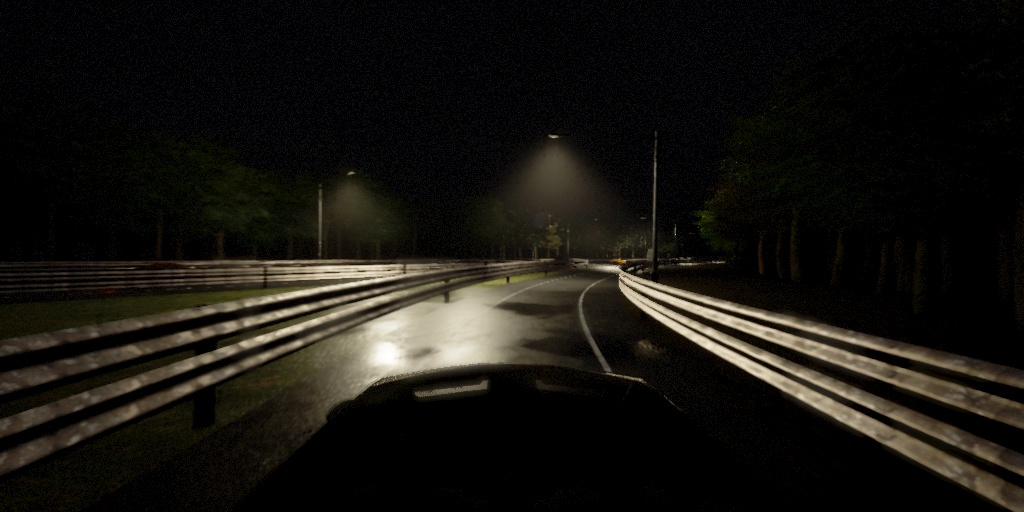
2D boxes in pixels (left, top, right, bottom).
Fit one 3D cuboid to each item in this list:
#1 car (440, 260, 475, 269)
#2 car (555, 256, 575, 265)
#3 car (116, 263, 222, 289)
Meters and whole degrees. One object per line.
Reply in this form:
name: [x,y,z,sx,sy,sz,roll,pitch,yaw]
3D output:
car: [-6.400,1.247,42.911,2.128,1.511,4.902,1,1,38]
car: [9.603,1.027,63.470,2.150,2.045,5.566,1,1,38]
car: [-21.815,1.227,23.105,1.882,1.535,5.008,1,0,38]
